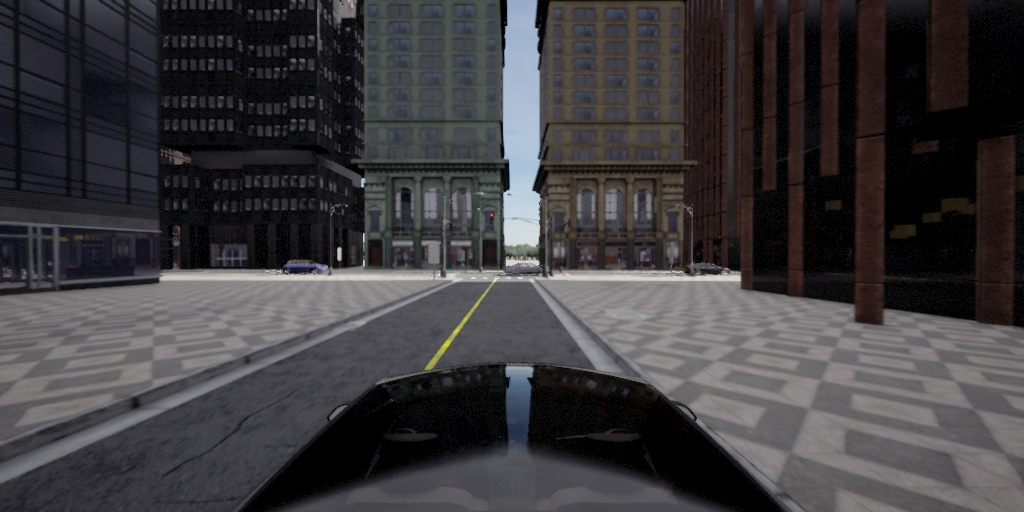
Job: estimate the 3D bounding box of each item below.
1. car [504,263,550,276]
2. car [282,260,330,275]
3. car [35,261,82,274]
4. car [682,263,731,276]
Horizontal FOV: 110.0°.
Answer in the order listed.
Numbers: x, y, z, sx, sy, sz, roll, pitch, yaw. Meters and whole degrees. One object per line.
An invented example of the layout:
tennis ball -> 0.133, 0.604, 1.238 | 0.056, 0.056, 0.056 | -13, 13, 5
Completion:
car -> 1.766, 1.456, 39.632 | 5.357, 1.411, 2.033 | 0, 0, 0
car -> -22.680, 1.189, 39.689 | 4.553, 1.767, 2.097 | 0, 0, 0
car -> -49.590, 1.312, 39.754 | 5.008, 1.535, 1.882 | 0, 0, 0
car -> 21.469, 1.479, 39.589 | 4.892, 1.490, 1.837 | 0, 0, 0
